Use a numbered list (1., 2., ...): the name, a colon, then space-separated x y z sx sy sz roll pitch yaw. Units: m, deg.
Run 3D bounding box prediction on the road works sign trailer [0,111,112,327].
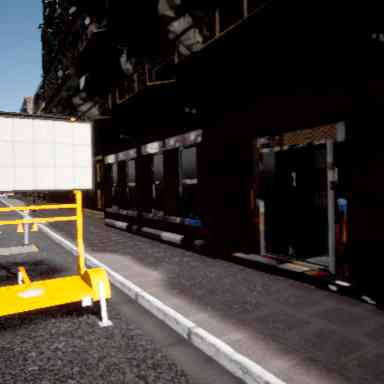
1. road works sign trailer: -3.025 0.396 6.032 2.380 3.560 2.880 -2 1 -32
